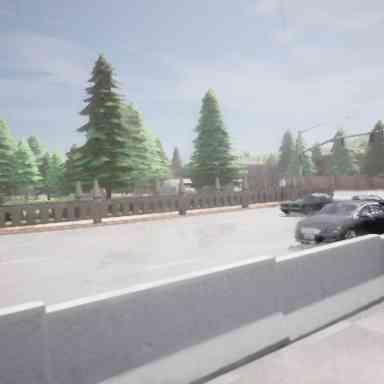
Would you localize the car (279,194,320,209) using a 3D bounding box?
[{"bbox_3d":[8.115,0.823,22.614,4.718,1.301,1.895,-3,2,-35],"label":"car"}]

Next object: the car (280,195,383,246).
[{"bbox_3d":[5.880,1.102,12.470,4.902,1.511,2.128,-4,2,-35],"label":"car"}]

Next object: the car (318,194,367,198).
[{"bbox_3d":[9.800,0.845,19.523,4.718,1.301,1.895,-3,2,-35],"label":"car"}]
